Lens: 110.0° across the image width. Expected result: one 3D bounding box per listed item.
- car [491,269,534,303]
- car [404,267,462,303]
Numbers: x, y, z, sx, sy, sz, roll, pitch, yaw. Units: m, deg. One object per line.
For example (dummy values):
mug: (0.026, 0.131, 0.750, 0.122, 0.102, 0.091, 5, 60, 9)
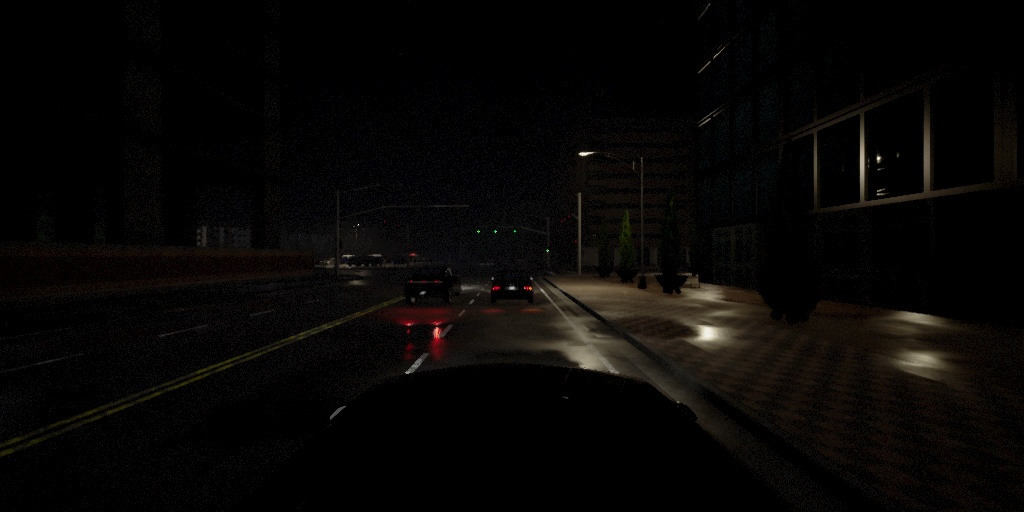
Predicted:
car: (0.000, 1.311, 16.500, 2.033, 1.411, 5.357, 0, 0, 0)
car: (-3.500, 1.243, 16.500, 2.128, 1.511, 4.902, 0, 0, 0)
